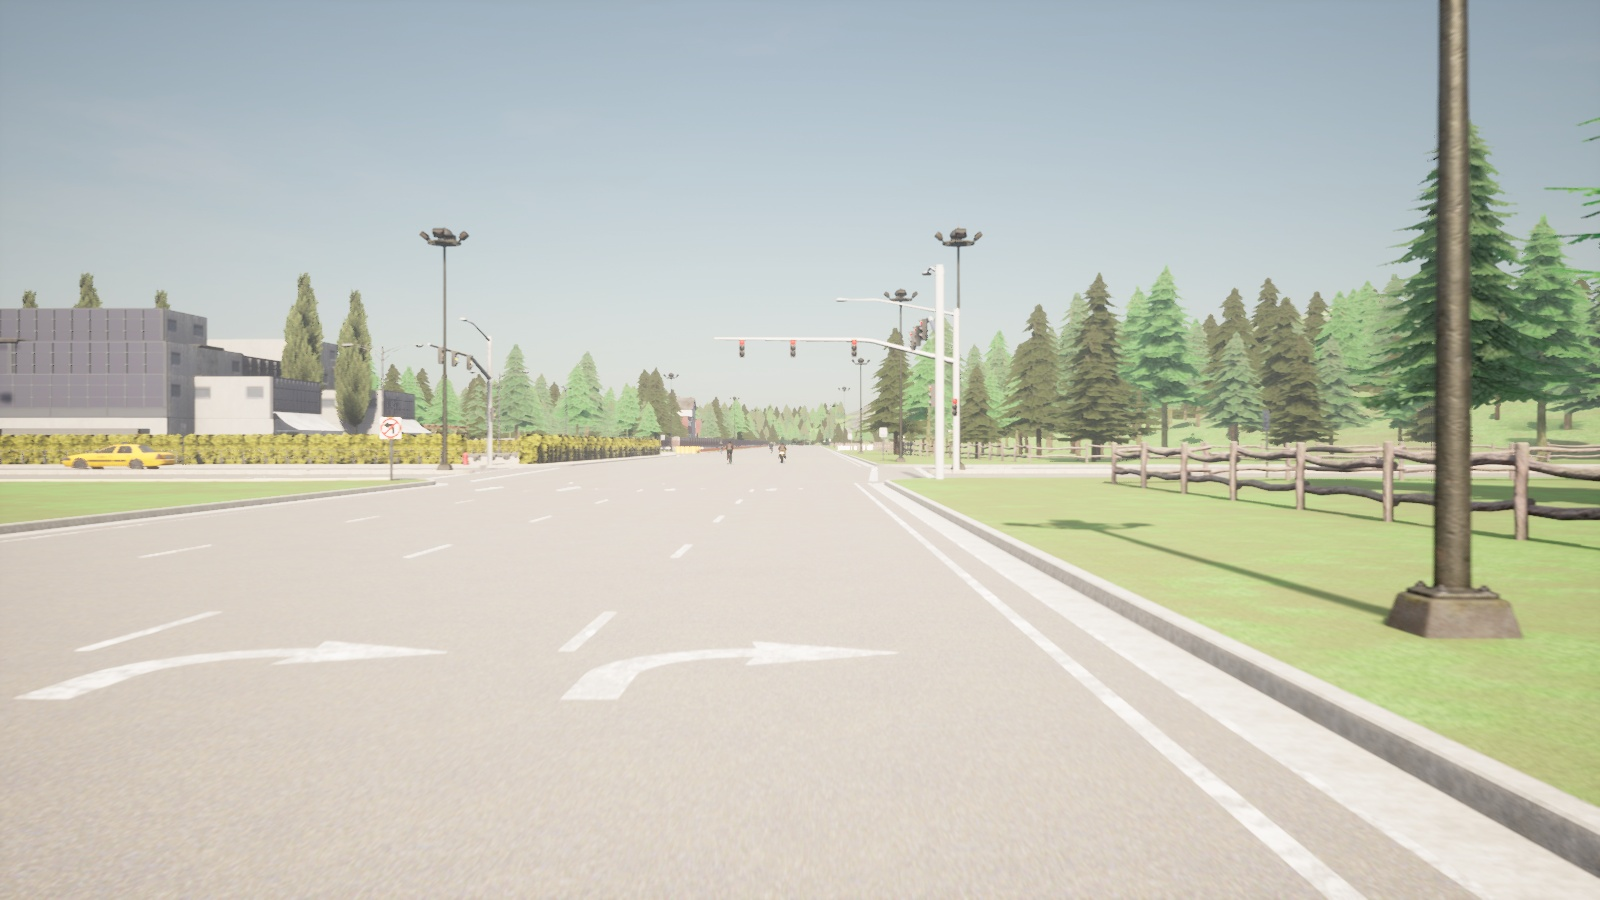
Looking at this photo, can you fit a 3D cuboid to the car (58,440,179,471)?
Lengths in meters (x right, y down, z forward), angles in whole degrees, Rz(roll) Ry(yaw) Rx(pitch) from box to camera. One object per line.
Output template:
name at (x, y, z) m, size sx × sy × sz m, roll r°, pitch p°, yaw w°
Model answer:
car at (-35.787, 0.285, 66.051) m, size 5.366 × 1.575 × 1.801 m, roll 0°, pitch 0°, yaw 0°
